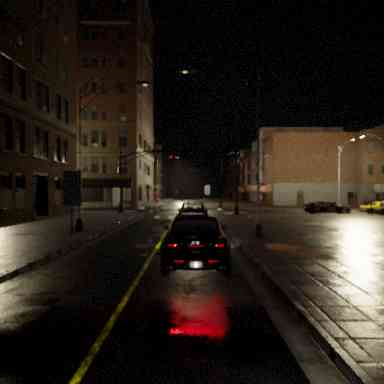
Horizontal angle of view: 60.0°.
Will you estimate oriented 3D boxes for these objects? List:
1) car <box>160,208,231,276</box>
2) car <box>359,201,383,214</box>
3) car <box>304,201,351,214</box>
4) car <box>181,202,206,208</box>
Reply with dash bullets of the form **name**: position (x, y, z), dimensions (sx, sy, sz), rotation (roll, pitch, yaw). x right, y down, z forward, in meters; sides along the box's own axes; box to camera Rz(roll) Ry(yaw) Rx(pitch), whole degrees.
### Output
- **car**: position (0.099, 1.452, 10.205), dimensions (1.837, 1.490, 4.892), rotation (0, 0, 0)
- **car**: position (19.019, 1.537, 32.628), dimensions (4.829, 1.417, 1.752), rotation (0, 0, 0)
- **car**: position (13.226, 1.532, 32.616), dimensions (4.313, 1.339, 1.947), rotation (0, 0, 0)
- **car**: position (0.093, 1.387, 20.741), dimensions (2.128, 1.511, 4.902), rotation (0, 0, 2)
